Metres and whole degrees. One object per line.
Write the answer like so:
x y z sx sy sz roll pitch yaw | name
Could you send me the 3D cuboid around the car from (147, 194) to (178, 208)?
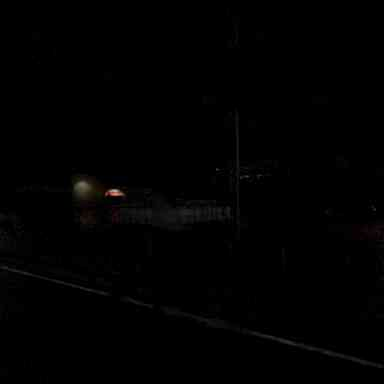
-4.518 1.362 51.446 2.150 2.045 5.566 0 0 36 | car
